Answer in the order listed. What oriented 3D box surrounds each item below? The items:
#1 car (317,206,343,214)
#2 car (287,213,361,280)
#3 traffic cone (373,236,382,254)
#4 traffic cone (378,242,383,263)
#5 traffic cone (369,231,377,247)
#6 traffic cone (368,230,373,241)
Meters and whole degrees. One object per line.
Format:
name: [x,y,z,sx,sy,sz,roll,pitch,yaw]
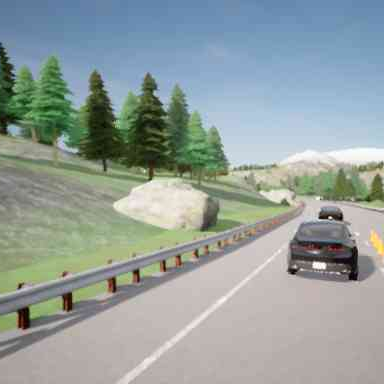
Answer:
car: [11.717,1.900,28.204,1.882,1.535,5.008,0,-1,22]
car: [4.246,1.666,10.722,1.837,1.490,4.892,0,-1,24]
traffic cone: [7.550,2.161,13.321,0.340,0.580,0.340,0,-1,24]
traffic cone: [6.728,2.134,11.497,0.340,0.580,0.340,0,-1,24]
traffic cone: [8.372,2.189,15.144,0.340,0.580,0.340,0,-1,24]
traffic cone: [9.194,2.216,16.967,0.340,0.580,0.340,0,-1,24]
